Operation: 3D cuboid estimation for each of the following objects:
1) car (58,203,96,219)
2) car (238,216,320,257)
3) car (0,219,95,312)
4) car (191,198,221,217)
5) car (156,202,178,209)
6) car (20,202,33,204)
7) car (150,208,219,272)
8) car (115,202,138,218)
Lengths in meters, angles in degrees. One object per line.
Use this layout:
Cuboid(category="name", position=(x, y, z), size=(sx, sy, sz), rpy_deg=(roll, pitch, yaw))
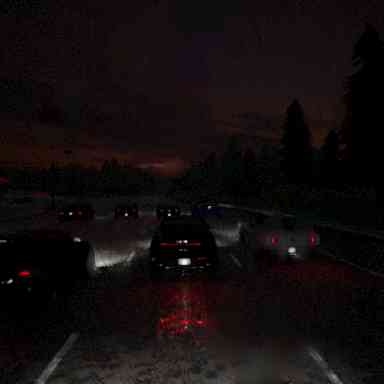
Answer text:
Cuboid(category="car", position=(-8.662, 1.540, 25.349), size=(2.033, 1.411, 5.357), rpy_deg=(0, 0, -8))
Cuboid(category="car", position=(3.079, 1.582, 12.939), size=(1.895, 1.301, 4.718), rpy_deg=(0, 0, -4))
Cuboid(category="car", position=(-3.674, 1.564, 7.760), size=(1.994, 1.385, 4.181), rpy_deg=(0, 0, -2))
Cuboid(category="car", position=(1.176, 1.320, 30.403), size=(2.097, 1.767, 4.553), rpy_deg=(0, 0, -8))
Cuboid(category="car", position=(-2.182, 1.576, 29.436), size=(1.895, 1.301, 4.718), rpy_deg=(0, 0, -8))
Cuboid(category="car", position=(-23.444, 1.519, 46.508), size=(1.837, 1.490, 4.892), rpy_deg=(0, 0, -14))
Cuboid(category="car", position=(-0.308, 1.495, 10.756), size=(1.837, 1.490, 4.892), rpy_deg=(0, 0, -3))
Cuboid(category="car", position=(-5.762, 1.583, 29.711), size=(1.895, 1.301, 4.718), rpy_deg=(0, 0, -8))
